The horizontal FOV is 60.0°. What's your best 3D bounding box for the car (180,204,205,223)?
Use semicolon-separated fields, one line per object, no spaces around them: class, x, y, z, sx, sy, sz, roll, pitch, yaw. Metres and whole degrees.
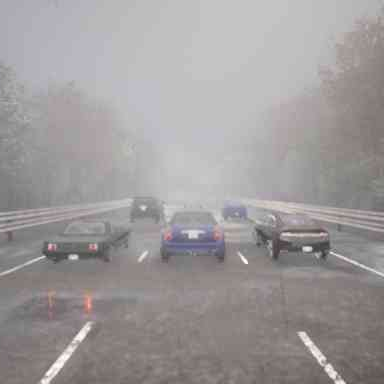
car;0.053;1.680;26.993;1.895;1.301;4.718;0;0;1

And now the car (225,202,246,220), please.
car;3.567;1.562;28.769;1.882;1.535;5.008;0;0;0

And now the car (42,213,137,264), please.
car;-3.453;1.640;11.999;1.895;1.301;4.718;0;0;1

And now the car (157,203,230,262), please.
car;0.053;1.393;12.518;2.097;1.767;4.553;0;0;0

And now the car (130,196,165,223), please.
car;-3.454;1.301;26.440;2.150;2.045;5.566;0;0;1

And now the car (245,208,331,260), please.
car;3.552;1.534;12.590;2.128;1.511;4.902;0;0;1
